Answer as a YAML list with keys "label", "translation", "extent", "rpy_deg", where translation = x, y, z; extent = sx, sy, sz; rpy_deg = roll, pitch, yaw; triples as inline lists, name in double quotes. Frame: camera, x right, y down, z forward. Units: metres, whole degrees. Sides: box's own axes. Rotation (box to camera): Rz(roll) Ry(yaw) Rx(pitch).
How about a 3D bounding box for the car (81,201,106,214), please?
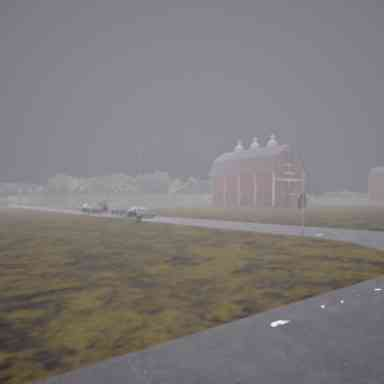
- label: "car"
  translation: [-15.728, 2.480, 52.086]
  extent: [2.097, 1.767, 4.553]
  rpy_deg: [1, -2, -36]

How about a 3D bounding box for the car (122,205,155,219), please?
- label: "car"
  translation: [-5.993, 2.328, 38.342]
  extent: [1.812, 1.442, 4.674]
  rpy_deg: [1, -2, -36]

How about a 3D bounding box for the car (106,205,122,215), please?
- label: "car"
  translation: [-10.437, 2.685, 49.496]
  extent: [2.033, 1.411, 5.357]
  rpy_deg: [1, -2, -35]
